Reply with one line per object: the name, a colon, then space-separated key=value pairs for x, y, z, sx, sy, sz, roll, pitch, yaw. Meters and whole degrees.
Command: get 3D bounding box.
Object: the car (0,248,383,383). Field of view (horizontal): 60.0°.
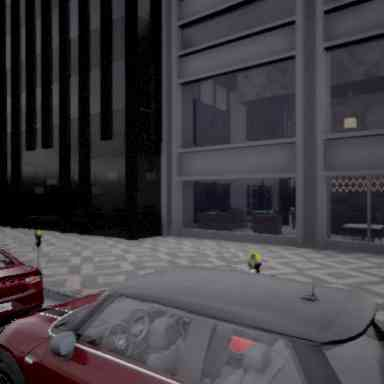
car: x=-0.201 y=1.455 z=3.102 sx=4.097 sy=1.590 sz=1.967 roll=-1 pitch=0 yaw=36
